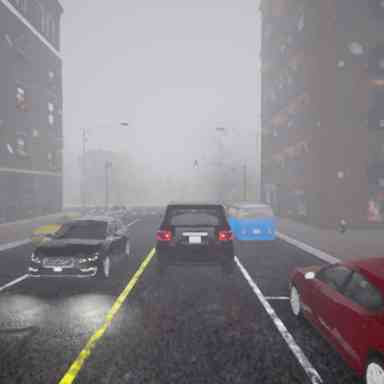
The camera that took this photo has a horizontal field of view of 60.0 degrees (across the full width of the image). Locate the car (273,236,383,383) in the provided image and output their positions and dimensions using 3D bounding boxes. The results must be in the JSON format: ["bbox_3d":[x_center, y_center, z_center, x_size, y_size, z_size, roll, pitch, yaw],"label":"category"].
[{"bbox_3d":[2.675,1.564,4.559,1.887,1.381,4.507,-1,0,0],"label":"car"}]

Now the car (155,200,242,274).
[{"bbox_3d":[0.085,1.268,10.897,2.150,2.045,5.566,0,0,0],"label":"car"}]

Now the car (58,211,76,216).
[{"bbox_3d":[-5.706,1.589,15.387,1.752,1.417,4.829,-1,0,0],"label":"car"}]

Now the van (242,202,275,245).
[{"bbox_3d":[2.669,1.406,15.608,1.690,1.788,3.998,-1,0,0],"label":"van"}]

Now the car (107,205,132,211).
[{"bbox_3d":[-5.805,1.690,26.599,1.802,1.307,4.206,-1,0,0],"label":"car"}]

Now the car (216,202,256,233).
[{"bbox_3d":[2.670,1.527,21.132,1.967,1.590,4.097,-1,0,0],"label":"car"}]

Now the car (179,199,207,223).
[{"bbox_3d":[0.087,1.463,27.250,2.097,1.767,4.553,0,0,0],"label":"car"}]

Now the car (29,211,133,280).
[{"bbox_3d":[-3.100,1.547,10.124,1.837,1.490,4.892,0,0,0],"label":"car"}]
